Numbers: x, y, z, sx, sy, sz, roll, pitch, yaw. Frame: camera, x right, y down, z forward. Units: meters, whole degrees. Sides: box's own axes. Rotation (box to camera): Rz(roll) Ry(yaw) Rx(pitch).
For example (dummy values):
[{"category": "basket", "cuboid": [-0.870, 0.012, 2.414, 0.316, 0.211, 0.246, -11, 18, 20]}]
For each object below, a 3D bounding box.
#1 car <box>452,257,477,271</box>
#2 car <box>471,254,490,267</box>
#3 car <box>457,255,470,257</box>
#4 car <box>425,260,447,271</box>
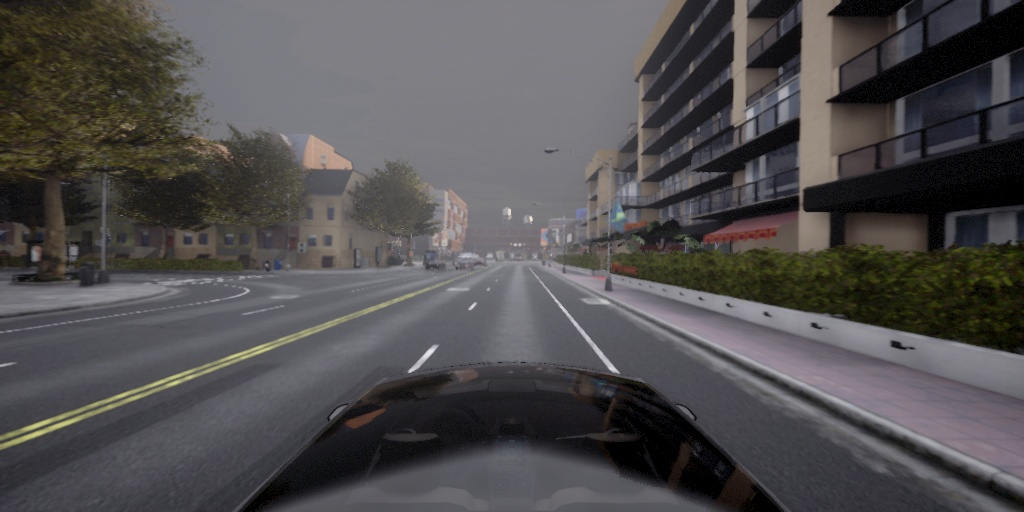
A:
[{"category": "car", "cuboid": [-6.170, 1.208, 46.912, 1.994, 1.385, 4.181, 1, 0, 1]}, {"category": "car", "cuboid": [-5.732, 0.995, 64.561, 2.097, 1.767, 4.553, 1, 0, 2]}, {"category": "car", "cuboid": [-9.267, 1.086, 63.395, 2.128, 1.511, 4.902, 1, 0, 2]}, {"category": "car", "cuboid": [-9.699, 1.195, 45.745, 1.895, 1.301, 4.718, 1, 0, 1]}]
